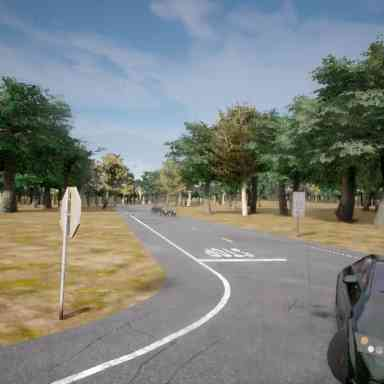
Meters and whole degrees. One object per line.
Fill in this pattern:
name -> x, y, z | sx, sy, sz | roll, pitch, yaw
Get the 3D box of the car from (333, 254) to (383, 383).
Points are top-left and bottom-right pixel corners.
car -> 3.144, 1.644, 4.681 | 1.994, 1.385, 4.181 | 1, -1, 22

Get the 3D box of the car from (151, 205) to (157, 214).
car -> -5.831, 2.962, 56.908 | 1.882, 1.535, 5.008 | 3, -2, -14

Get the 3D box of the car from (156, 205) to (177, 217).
car -> -3.553, 2.851, 48.067 | 1.895, 1.301, 4.718 | 3, -2, -14
